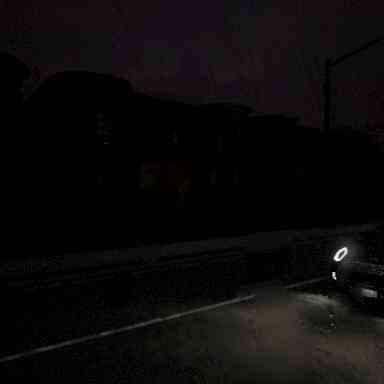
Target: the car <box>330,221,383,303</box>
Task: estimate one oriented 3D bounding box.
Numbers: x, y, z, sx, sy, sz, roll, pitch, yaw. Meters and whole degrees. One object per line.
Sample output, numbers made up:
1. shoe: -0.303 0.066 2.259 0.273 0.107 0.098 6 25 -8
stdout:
1. car: 5.247 1.367 7.722 4.553 1.767 2.097 0 0 -35
